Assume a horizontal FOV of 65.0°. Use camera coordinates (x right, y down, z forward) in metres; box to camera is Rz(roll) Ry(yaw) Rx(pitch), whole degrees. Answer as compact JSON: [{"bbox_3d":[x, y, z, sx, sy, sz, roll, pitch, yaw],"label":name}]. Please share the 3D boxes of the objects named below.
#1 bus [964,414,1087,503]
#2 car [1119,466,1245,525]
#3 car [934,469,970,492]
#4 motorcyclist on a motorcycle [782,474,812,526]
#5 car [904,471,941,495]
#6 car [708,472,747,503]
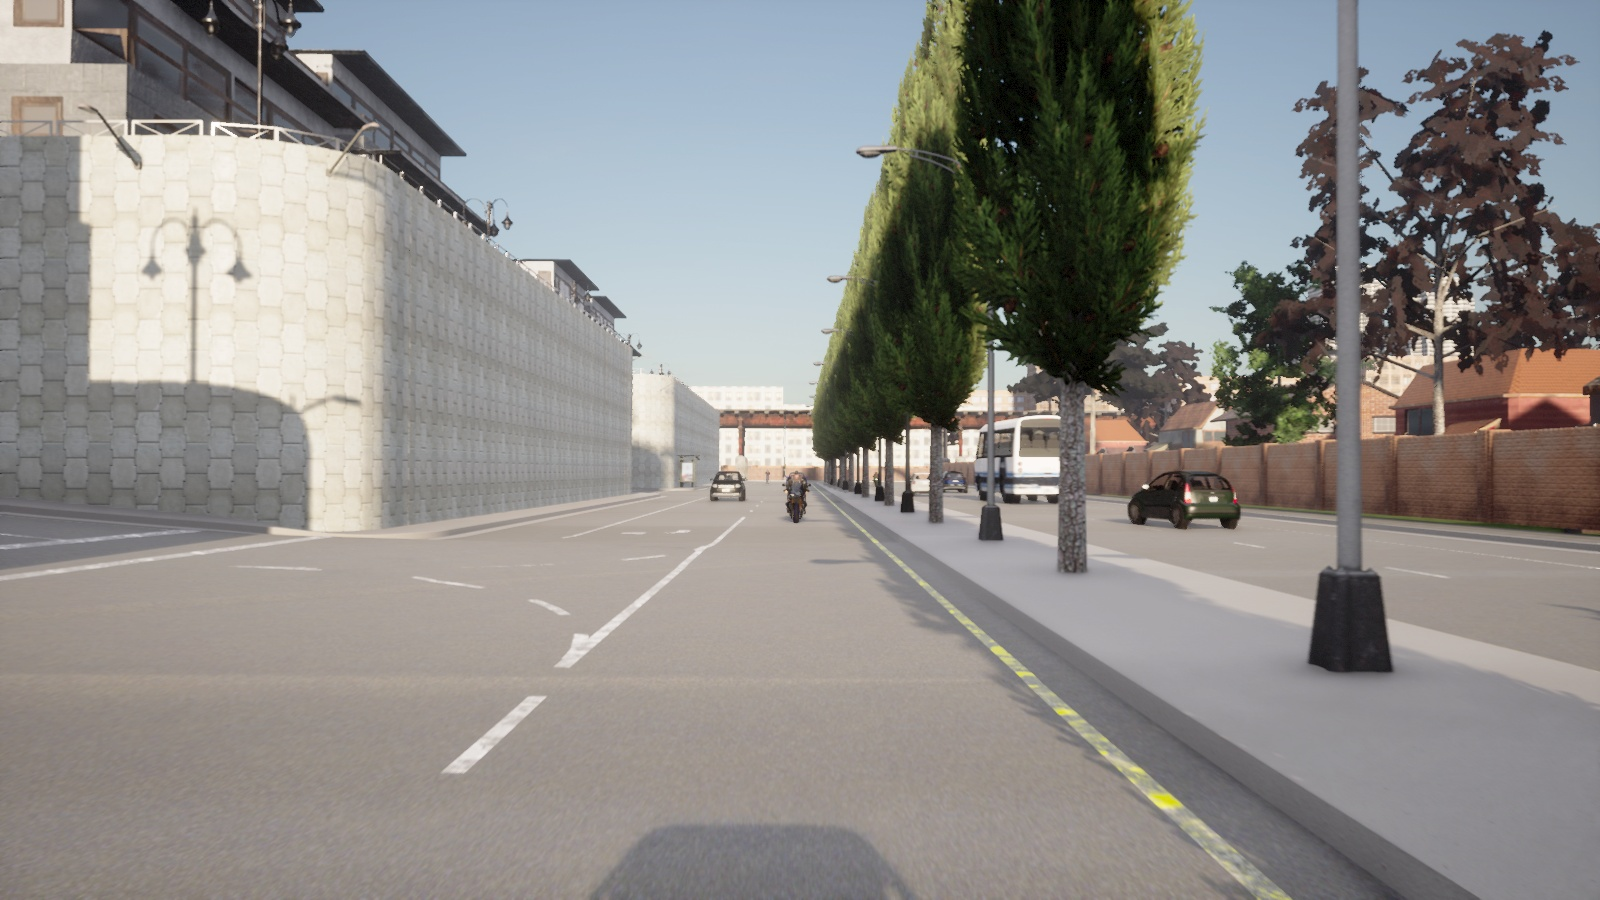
[{"bbox_3d":[11.408,0.483,64.901,3.944,4.253,10.273,0,-1,-3],"label":"bus"},{"bbox_3d":[10.975,1.280,36.372,1.851,1.617,3.988,0,-1,-10],"label":"car"},{"bbox_3d":[11.271,2.268,93.325,2.033,1.649,4.856,0,-1,0],"label":"car"},{"bbox_3d":[-0.093,1.487,37.927,0.866,1.530,2.191,0,-1,0],"label":"motorcyclist on a motorcycle"},{"bbox_3d":[7.806,2.097,80.236,1.970,1.475,3.806,0,-1,0],"label":"car"},{"bbox_3d":[-3.657,1.887,64.206,1.789,1.549,3.705,0,-1,0],"label":"car"}]
